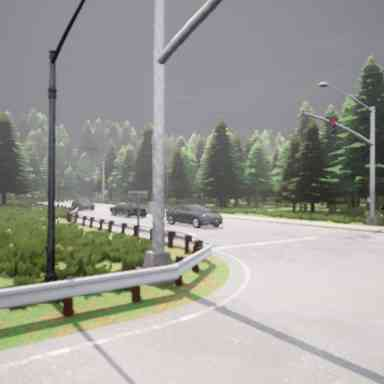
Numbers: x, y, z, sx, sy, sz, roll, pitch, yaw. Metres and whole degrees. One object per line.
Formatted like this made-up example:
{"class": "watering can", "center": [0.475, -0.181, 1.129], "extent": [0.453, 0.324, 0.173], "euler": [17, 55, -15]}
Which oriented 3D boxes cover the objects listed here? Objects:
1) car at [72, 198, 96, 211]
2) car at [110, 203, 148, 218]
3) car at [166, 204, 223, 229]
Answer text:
{"class": "car", "center": [-13.555, 1.571, 41.392], "extent": [1.837, 1.490, 4.892], "euler": [1, 0, -35]}
{"class": "car", "center": [-5.847, 1.669, 30.709], "extent": [1.895, 1.301, 4.718], "euler": [1, 0, -36]}
{"class": "car", "center": [0.090, 1.575, 22.679], "extent": [1.837, 1.490, 4.892], "euler": [1, 0, -37]}
